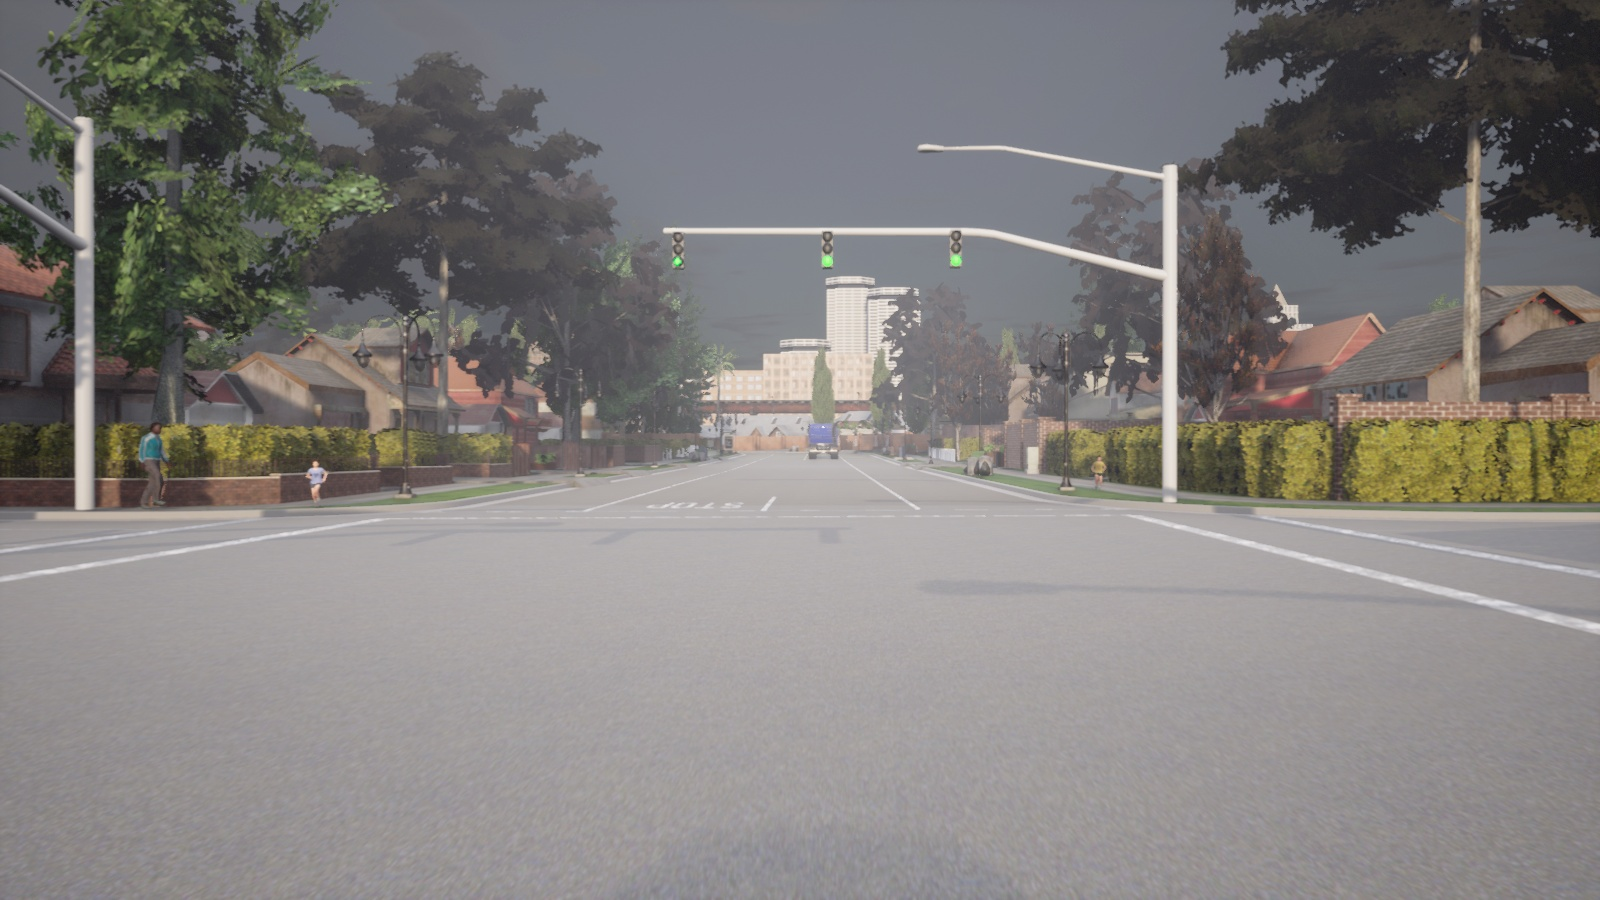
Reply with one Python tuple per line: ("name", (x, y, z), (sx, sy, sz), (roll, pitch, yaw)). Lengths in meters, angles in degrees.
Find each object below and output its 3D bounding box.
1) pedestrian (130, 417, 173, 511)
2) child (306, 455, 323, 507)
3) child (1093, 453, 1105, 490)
("pedestrian", (-13.468, 0.293, 26.076), (0.692, 1.930, 0.396), (0, 0, 13))
("child", (-10.533, 0.664, 27.242), (0.255, 1.110, 0.394), (0, 0, -6))
("child", (8.987, 0.655, 37.752), (0.255, 1.110, 0.394), (0, 0, 2))
